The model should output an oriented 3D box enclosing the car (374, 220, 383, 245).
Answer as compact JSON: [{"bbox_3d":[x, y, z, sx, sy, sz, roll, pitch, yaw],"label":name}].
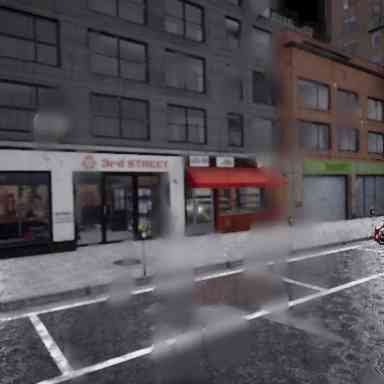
[{"bbox_3d":[8.867,1.227,12.953,4.097,1.590,1.967,-1,0,-35],"label":"car"}]
